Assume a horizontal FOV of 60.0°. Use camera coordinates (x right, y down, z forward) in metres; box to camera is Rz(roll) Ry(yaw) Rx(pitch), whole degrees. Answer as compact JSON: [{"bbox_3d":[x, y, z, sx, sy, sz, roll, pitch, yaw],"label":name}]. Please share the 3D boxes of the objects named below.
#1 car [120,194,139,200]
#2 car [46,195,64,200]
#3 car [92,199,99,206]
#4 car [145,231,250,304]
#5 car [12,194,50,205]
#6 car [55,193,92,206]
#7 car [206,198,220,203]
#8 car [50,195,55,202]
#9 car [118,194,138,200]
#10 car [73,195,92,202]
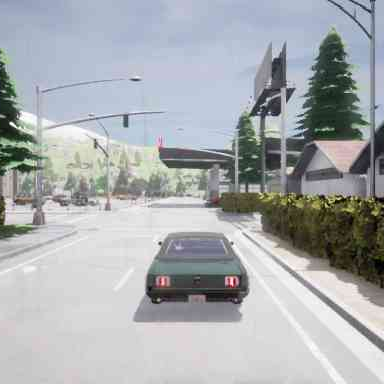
[{"bbox_3d":[-16.463,1.339,87.995,4.514,1.523,2.007,0,0,0],"label":"car"},{"bbox_3d":[-35.060,1.384,84.905,3.806,1.475,1.970,0,0,0],"label":"car"},{"bbox_3d":[-16.158,1.361,50.602,3.806,1.475,1.970,0,0,0],"label":"car"},{"bbox_3d":[0.099,1.601,8.088,1.895,1.301,4.718,0,0,0],"label":"car"},{"bbox_3d":[-24.637,1.097,50.518,4.605,1.855,1.932,0,0,0],"label":"car"},{"bbox_3d":[-16.751,1.077,47.274,3.866,1.878,1.905,0,0,0],"label":"car"},{"bbox_3d":[4.519,1.547,69.407,2.033,1.411,5.357,0,0,-14],"label":"car"},{"bbox_3d":[-23.992,1.298,62.979,4.514,1.523,2.007,0,0,0],"label":"car"},{"bbox_3d":[-16.394,1.330,84.859,5.027,1.636,2.152,0,0,0],"label":"car"},{"bbox_3d":[-24.004,1.319,72.971,3.633,1.501,1.845,0,0,0],"label":"car"}]
